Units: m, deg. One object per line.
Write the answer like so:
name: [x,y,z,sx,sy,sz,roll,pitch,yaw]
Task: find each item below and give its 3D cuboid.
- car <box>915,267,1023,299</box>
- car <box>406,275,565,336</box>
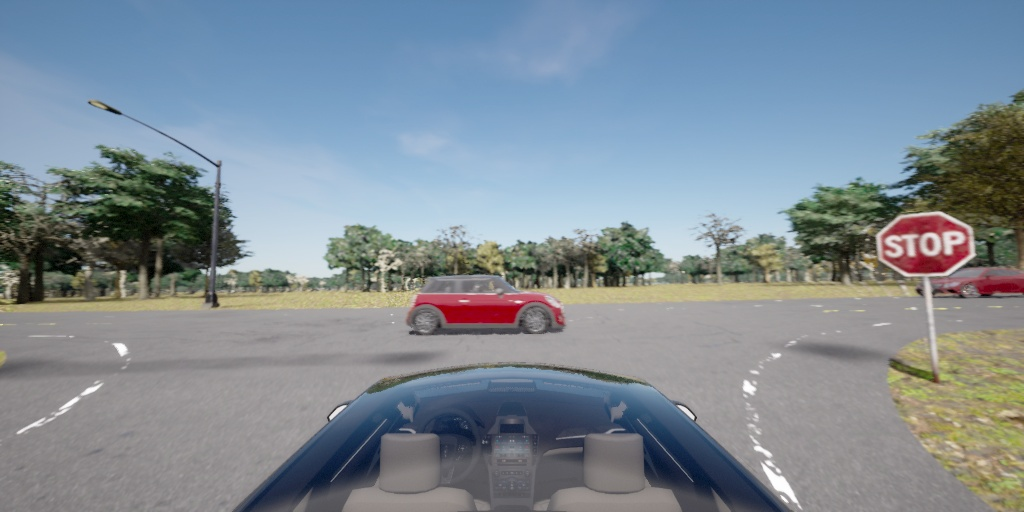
car: [22.240,1.282,17.094,4.674,1.442,1.812,-2,-5,2]
car: [-0.727,1.360,10.804,4.553,1.767,2.097,-1,-4,2]
